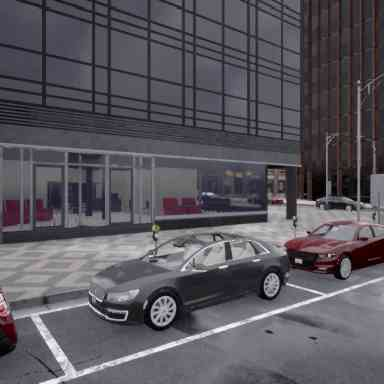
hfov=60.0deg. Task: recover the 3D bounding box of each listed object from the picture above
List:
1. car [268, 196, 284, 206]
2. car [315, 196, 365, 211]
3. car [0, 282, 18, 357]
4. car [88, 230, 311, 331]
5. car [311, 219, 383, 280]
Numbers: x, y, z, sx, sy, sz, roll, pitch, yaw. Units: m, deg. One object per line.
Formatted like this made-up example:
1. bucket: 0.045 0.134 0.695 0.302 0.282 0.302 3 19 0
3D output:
1. car: 9.244 1.065 41.871 1.895 1.301 4.718 0 1 -36
2. car: 15.011 1.160 33.833 1.837 1.490 4.892 0 1 -36
3. car: -4.284 1.440 3.593 4.097 1.590 1.967 0 0 -36
4. car: 0.155 1.551 6.767 4.403 1.369 2.008 0 0 -36
5. car: 4.594 1.545 9.940 4.507 1.381 1.887 0 0 -36
